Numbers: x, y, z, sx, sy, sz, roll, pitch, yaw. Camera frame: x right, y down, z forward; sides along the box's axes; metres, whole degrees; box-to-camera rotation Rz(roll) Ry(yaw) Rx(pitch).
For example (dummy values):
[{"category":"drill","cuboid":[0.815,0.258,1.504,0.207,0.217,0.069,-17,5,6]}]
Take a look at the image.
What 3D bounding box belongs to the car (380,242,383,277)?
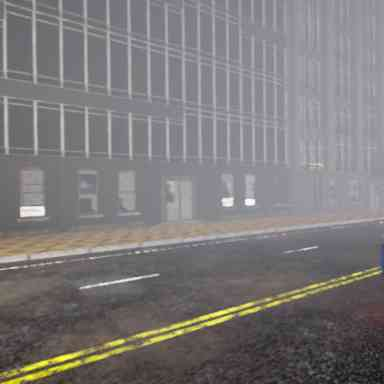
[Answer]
[{"category":"car","cuboid":[6.561,1.404,8.125,5.008,1.535,1.882,-1,0,-36]}]
